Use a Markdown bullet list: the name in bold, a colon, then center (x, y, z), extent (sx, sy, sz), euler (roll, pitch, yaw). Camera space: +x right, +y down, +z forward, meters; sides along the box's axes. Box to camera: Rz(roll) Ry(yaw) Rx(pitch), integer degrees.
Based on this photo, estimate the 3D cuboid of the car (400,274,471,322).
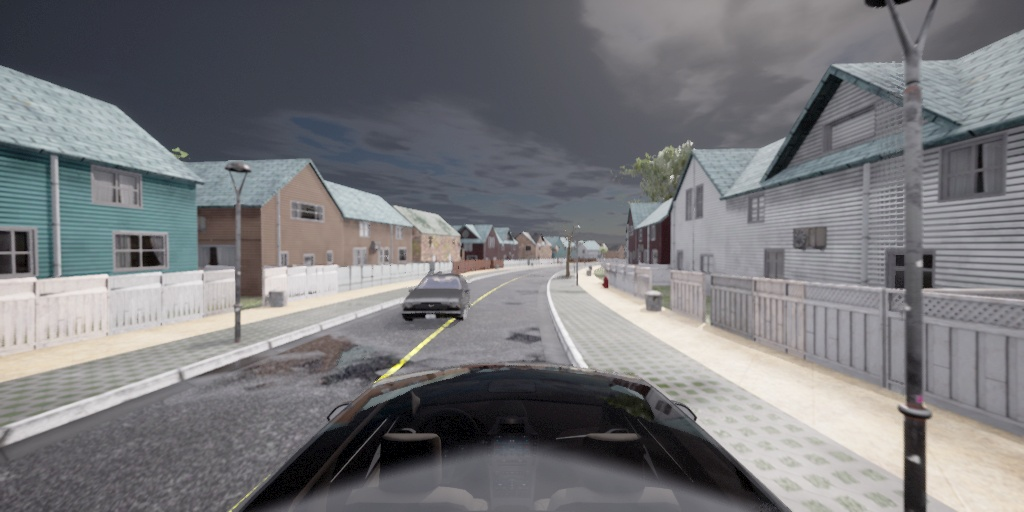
- **car**: center (-2.458, 1.346, 12.863), extent (2.033, 1.411, 5.357), euler (0, 0, -3)
